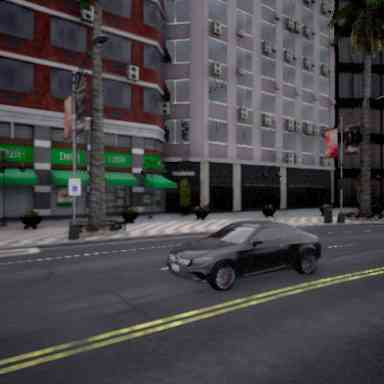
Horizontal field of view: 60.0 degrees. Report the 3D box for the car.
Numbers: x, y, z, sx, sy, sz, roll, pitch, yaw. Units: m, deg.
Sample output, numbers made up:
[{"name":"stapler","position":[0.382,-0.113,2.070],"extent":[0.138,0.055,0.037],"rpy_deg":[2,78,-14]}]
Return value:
[{"name":"car","position":[1.589,1.529,9.086],"extent":[4.674,1.442,1.812],"rpy_deg":[0,0,-32]}]
